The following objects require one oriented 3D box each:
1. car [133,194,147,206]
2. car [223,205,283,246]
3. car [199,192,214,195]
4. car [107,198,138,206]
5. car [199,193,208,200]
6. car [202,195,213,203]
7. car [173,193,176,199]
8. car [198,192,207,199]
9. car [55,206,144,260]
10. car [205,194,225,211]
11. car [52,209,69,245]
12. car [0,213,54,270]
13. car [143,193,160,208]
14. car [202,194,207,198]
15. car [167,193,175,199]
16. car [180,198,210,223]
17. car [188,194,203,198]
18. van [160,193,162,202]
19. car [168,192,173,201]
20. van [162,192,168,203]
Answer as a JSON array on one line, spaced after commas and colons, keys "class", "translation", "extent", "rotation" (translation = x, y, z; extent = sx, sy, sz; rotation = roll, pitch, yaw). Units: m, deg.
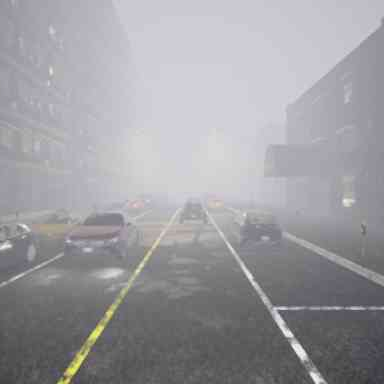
[{"class": "car", "translation": [-5.686, 1.256, 31.030], "extent": [1.967, 1.590, 4.097], "rotation": [0, 0, 0]}, {"class": "car", "translation": [2.693, 1.462, 14.414], "extent": [2.008, 1.369, 4.403], "rotation": [0, 0, 0]}, {"class": "car", "translation": [2.697, 1.015, 53.186], "extent": [2.192, 1.841, 5.009], "rotation": [0, 0, 0]}, {"class": "car", "translation": [-5.687, 1.392, 25.493], "extent": [1.887, 1.381, 4.507], "rotation": [0, 0, 0]}, {"class": "car", "translation": [2.698, 1.017, 80.884], "extent": [1.967, 1.590, 4.097], "rotation": [0, 0, 0]}, {"class": "car", "translation": [2.696, 1.198, 58.897], "extent": [1.752, 1.417, 4.829], "rotation": [0, 0, 0]}, {"class": "car", "translation": [-5.682, 1.119, 86.426], "extent": [1.947, 1.339, 4.313], "rotation": [0, 0, 0]}, {"class": "car", "translation": [2.699, 0.868, 86.424], "extent": [2.192, 1.841, 5.009], "rotation": [0, 0, 0]}, {"class": "car", "translation": [-3.089, 1.450, 12.226], "extent": [1.812, 1.442, 4.674], "rotation": [0, 0, 0]}, {"class": "car", "translation": [2.695, 1.310, 36.740], "extent": [1.752, 1.417, 4.829], "rotation": [0, 0, 0]}, {"class": "car", "translation": [-5.687, 1.437, 14.244], "extent": [1.752, 1.417, 4.829], "rotation": [0, 0, 0]}, {"class": "car", "translation": [-5.688, 1.495, 8.875], "extent": [2.008, 1.369, 4.403], "rotation": [0, 0, 0]}, {"class": "car", "translation": [-5.685, 1.071, 42.109], "extent": [2.192, 1.841, 5.009], "rotation": [0, 0, 0]}, {"class": "car", "translation": [2.695, 1.307, 42.110], "extent": [2.008, 1.369, 4.403], "rotation": [0, 0, 0]}, {"class": "car", "translation": [-5.682, 1.082, 91.963], "extent": [2.008, 1.369, 4.403], "rotation": [0, 0, 0]}, {"class": "car", "translation": [0.093, 1.383, 23.689], "extent": [1.812, 1.442, 4.674], "rotation": [0, 0, 0]}, {"class": "car", "translation": [0.105, 1.298, 46.441], "extent": [1.994, 1.385, 4.181], "rotation": [0, 0, 0]}, {"class": "van", "translation": [-5.685, 1.068, 47.649], "extent": [1.690, 1.788, 3.998], "rotation": [0, 0, 0]}, {"class": "car", "translation": [-5.683, 0.940, 69.805], "extent": [2.192, 1.841, 5.009], "rotation": [0, 0, 0]}, {"class": "van", "translation": [-5.684, 1.015, 58.727], "extent": [1.690, 1.788, 3.998], "rotation": [0, 0, 0]}]
